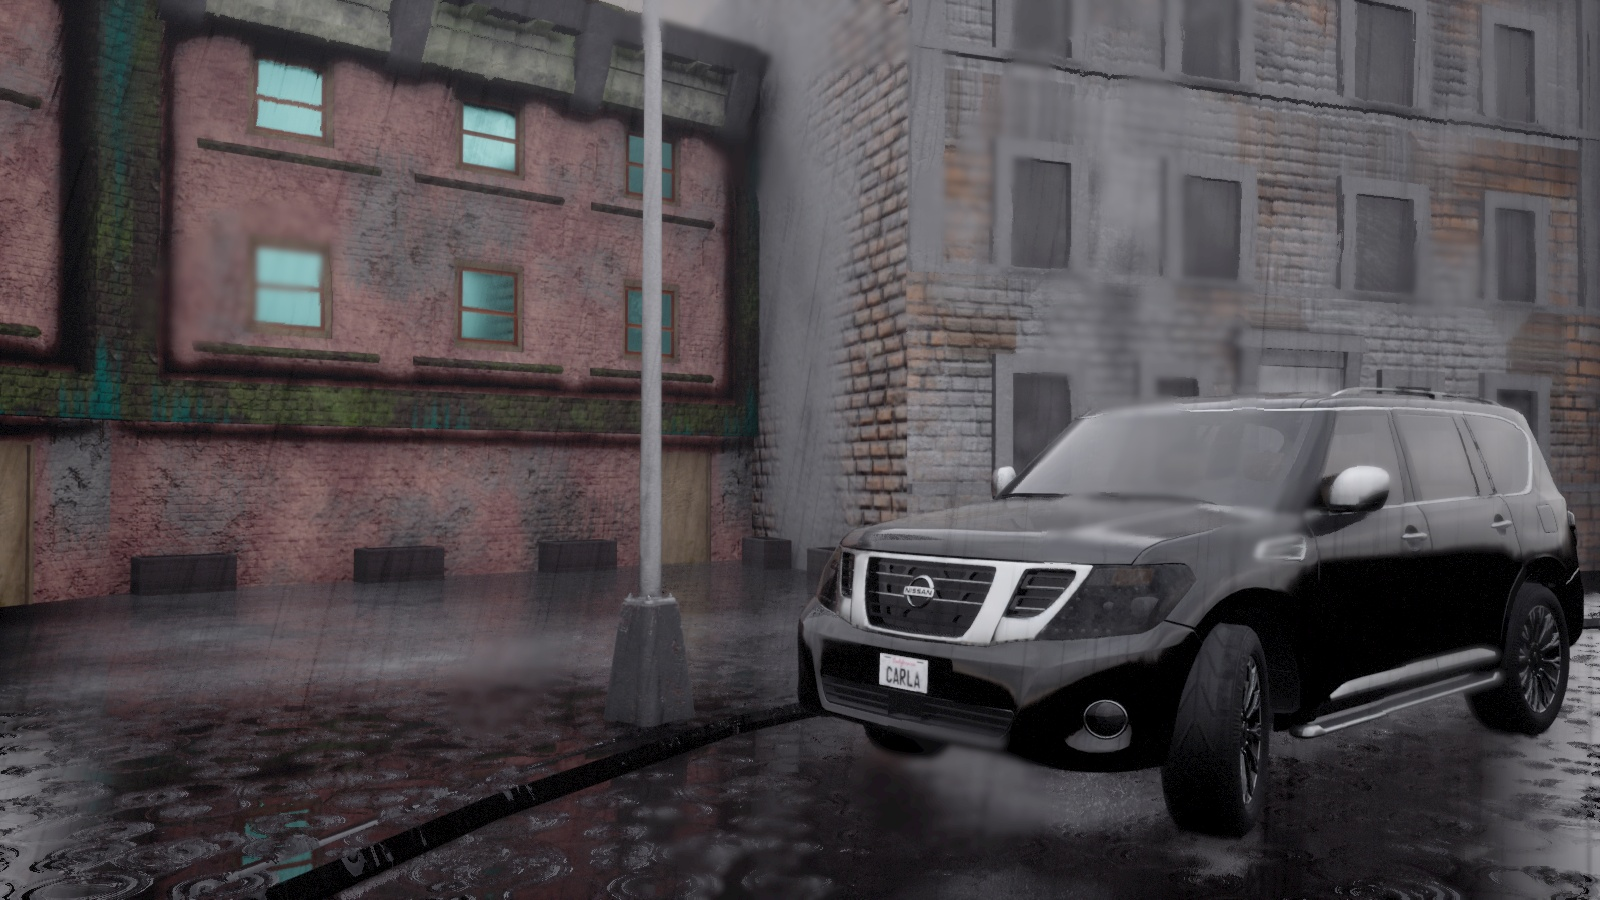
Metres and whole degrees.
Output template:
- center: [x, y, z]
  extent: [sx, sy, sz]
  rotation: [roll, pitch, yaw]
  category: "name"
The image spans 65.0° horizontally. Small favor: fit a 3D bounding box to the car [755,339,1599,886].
- center: [2.597, 0.641, 7.321]
  extent: [5.566, 2.045, 2.150]
  rotation: [1, -1, -40]
  category: "car"
